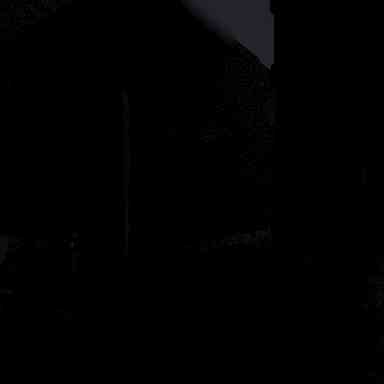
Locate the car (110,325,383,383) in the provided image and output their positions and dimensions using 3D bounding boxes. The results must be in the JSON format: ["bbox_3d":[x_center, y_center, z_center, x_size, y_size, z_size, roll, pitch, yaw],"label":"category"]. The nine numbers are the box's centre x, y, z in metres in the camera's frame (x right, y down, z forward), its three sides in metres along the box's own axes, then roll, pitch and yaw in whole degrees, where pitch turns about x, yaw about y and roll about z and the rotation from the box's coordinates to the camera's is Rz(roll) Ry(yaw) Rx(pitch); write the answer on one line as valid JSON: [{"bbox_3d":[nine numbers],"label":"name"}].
[{"bbox_3d":[1.195,1.579,2.004,4.206,1.307,1.802,0,-1,36],"label":"car"}]
